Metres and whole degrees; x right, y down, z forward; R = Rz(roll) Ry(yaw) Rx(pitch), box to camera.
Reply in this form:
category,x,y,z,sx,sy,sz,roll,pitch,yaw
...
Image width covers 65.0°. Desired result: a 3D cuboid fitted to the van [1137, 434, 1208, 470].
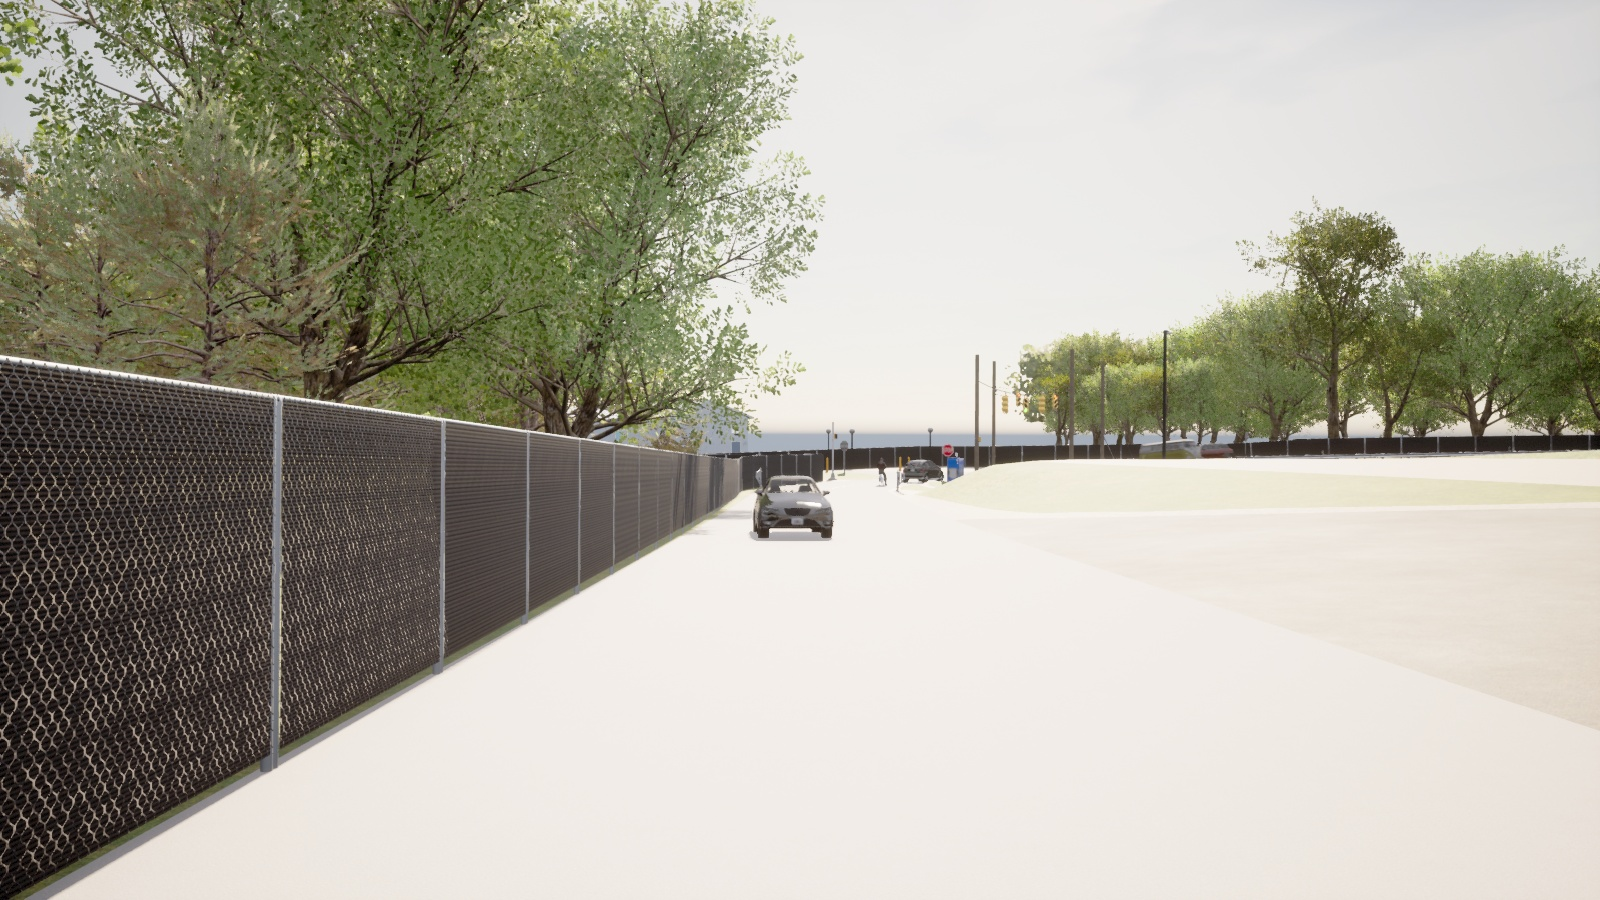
category,x,y,z,sx,sy,sz,roll,pitch,yaw
van,25.117,0.177,84.820,1.775,1.987,4.442,-2,-4,-32

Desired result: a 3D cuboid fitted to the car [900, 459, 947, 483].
category,x,y,z,sx,sy,sz,roll,pitch,yaw
car,8.458,1.399,85.876,1.789,1.549,3.705,0,1,30

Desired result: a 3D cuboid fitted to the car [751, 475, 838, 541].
category,x,y,z,sx,sy,sz,roll,pitch,yaw
car,-0.200,1.372,30.685,1.816,1.474,4.193,0,-1,-4
